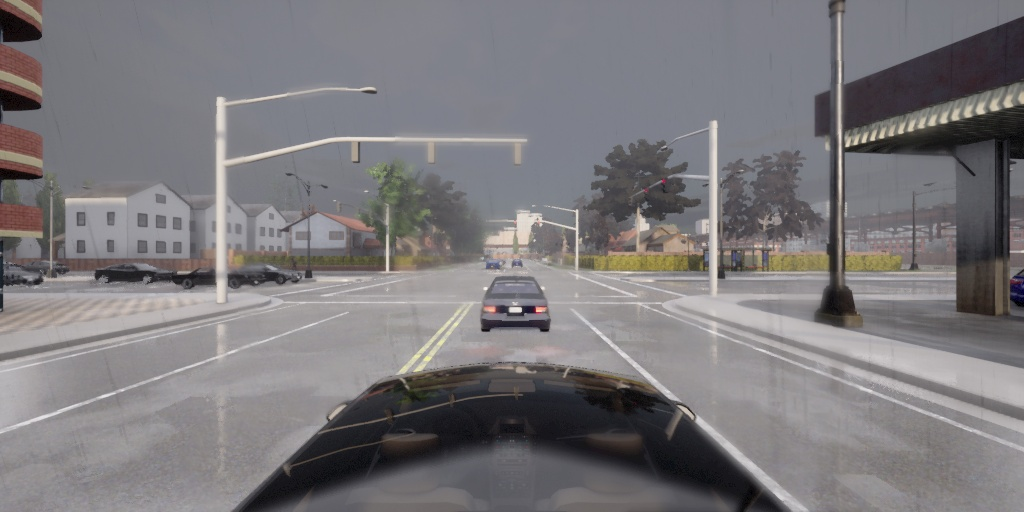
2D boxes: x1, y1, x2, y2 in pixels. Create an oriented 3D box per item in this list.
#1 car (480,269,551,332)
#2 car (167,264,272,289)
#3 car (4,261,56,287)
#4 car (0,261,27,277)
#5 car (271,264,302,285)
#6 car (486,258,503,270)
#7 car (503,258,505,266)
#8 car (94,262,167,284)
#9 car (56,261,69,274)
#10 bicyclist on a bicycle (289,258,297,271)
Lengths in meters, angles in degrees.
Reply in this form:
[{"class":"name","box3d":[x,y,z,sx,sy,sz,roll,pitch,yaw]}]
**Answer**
[{"class":"car","box3d":[0.085,1.297,10.837,2.033,1.411,5.357,0,0,0]},{"class":"car","box3d":[-18.096,1.351,22.354,4.718,1.301,1.895,0,0,1]},{"class":"car","box3d":[-32.675,1.241,22.594,4.902,1.511,2.128,0,0,1]},{"class":"car","box3d":[-50.287,1.255,34.508,4.892,1.490,1.837,0,0,2]},{"class":"car","box3d":[-17.712,1.276,25.880,4.674,1.442,1.812,0,0,1]},{"class":"car","box3d":[-2.823,1.227,53.596,1.882,1.535,5.008,0,0,1]},{"class":"car","box3d":[-2.719,1.351,64.122,1.895,1.301,4.718,0,0,1]},{"class":"car","box3d":[-27.103,1.228,26.007,5.008,1.535,1.882,0,0,1]},{"class":"car","box3d":[-50.013,1.255,37.962,4.892,1.490,1.837,0,0,1]},{"class":"bicyclist on a bicycle","box3d":[-26.530,1.051,43.483,0.582,1.620,1.656,0,0,1]}]
